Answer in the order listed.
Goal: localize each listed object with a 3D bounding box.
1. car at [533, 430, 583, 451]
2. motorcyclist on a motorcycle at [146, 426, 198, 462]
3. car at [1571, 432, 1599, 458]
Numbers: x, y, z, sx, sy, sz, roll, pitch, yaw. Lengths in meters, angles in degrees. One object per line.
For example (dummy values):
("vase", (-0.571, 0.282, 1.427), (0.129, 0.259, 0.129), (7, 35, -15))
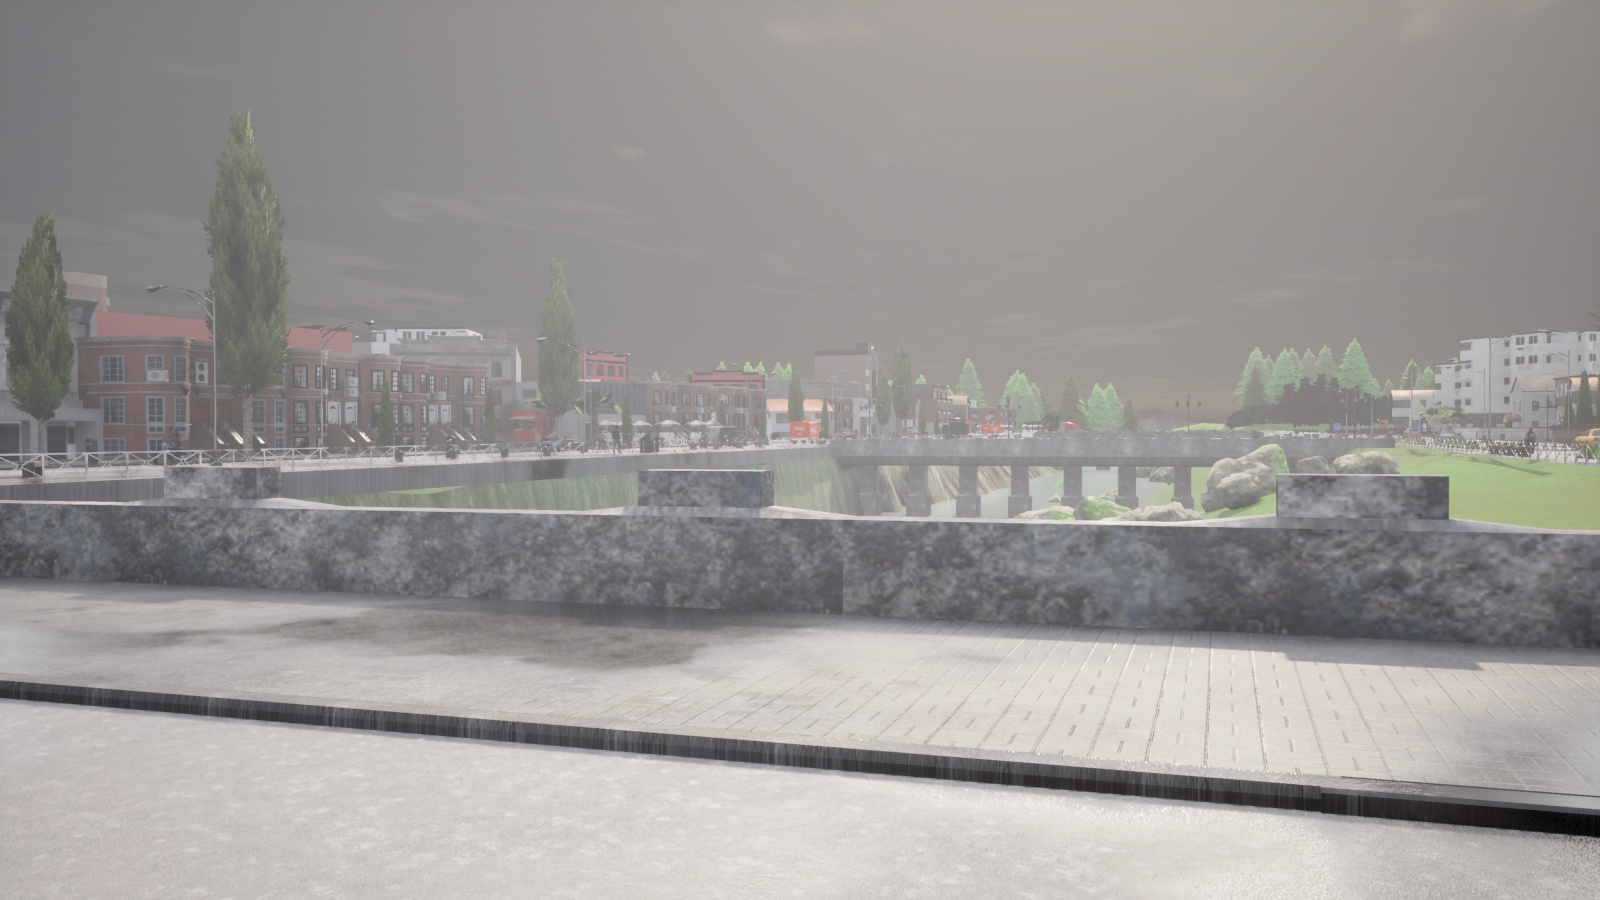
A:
("car", (-17.941, -0.722, 93.335), (1.816, 1.474, 4.193), (1, 1, 19))
("motorcyclist on a motorcycle", (-29.478, -0.278, 58.991), (0.766, 1.649, 2.350), (1, 1, 19))
("car", (51.360, -0.336, 80.844), (1.801, 1.575, 5.366), (1, 1, 19))
